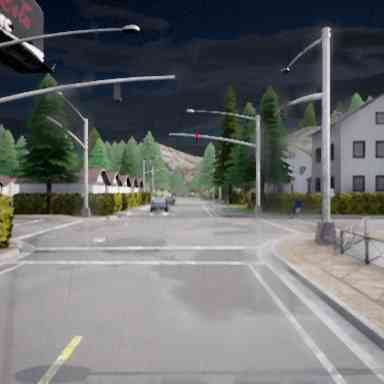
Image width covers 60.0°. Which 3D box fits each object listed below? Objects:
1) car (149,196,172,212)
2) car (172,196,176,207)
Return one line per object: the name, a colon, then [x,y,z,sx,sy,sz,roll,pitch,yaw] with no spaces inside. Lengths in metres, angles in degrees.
car: [-3.560,1.465,37.390,1.812,1.442,4.674,0,0,0]
car: [-3.530,1.422,50.790,1.837,1.490,4.892,0,0,0]
